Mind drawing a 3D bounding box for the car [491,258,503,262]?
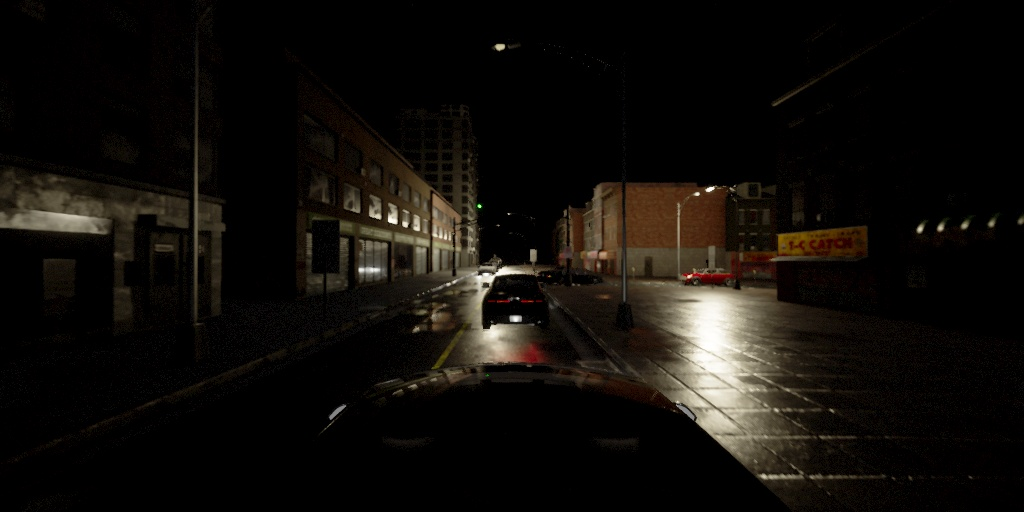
[{"bbox_3d":[-2.827,1.342,62.675,2.150,2.045,5.566,0,0,0],"label":"car"}]

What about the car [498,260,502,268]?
[{"bbox_3d":[-2.862,1.663,52.122,1.895,1.301,4.718,0,0,0],"label":"car"}]

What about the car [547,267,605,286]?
[{"bbox_3d":[4.548,1.569,27.554,5.357,1.411,2.033,2,-1,-26],"label":"car"}]

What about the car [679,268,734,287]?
[{"bbox_3d":[16.350,1.754,30.333,4.097,1.591,1.967,0,0,0],"label":"car"}]

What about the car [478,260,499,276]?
[{"bbox_3d":[-2.867,1.530,42.304,1.812,1.442,4.674,0,0,1],"label":"car"}]

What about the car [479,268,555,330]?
[{"bbox_3d":[0.094,1.318,11.437,1.837,1.490,4.892,0,0,0],"label":"car"}]
